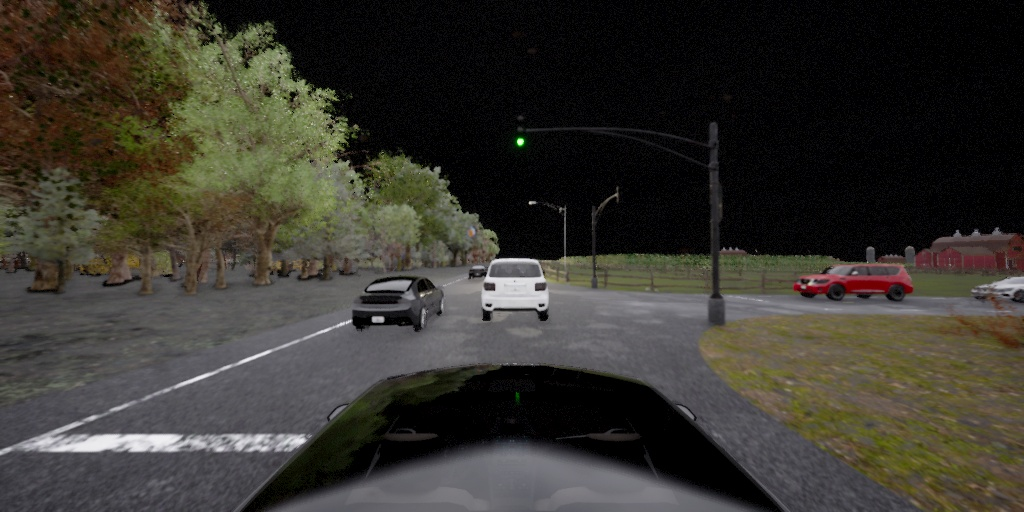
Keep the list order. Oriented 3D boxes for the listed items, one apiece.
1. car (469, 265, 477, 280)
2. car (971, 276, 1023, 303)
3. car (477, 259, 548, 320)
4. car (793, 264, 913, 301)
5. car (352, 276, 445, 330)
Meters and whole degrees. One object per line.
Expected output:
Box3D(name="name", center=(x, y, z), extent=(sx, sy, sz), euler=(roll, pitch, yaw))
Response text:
Box3D(name="car", center=(-3.419, 1.669, 37.939), extent=(1.882, 1.535, 5.008), euler=(0, -1, 0))
Box3D(name="car", center=(29.513, 1.887, 20.622), extent=(4.674, 1.442, 1.812), euler=(1, -2, 0))
Box3D(name="car", center=(0.094, 1.119, 13.507), extent=(2.150, 2.045, 5.566), euler=(0, 0, 0))
Box3D(name="car", center=(19.547, 1.473, 20.668), extent=(5.566, 2.045, 2.150), euler=(1, -2, 0))
Box3D(name="car", center=(-3.406, 1.377, 11.534), extent=(1.837, 1.490, 4.892), euler=(0, 0, 0))
